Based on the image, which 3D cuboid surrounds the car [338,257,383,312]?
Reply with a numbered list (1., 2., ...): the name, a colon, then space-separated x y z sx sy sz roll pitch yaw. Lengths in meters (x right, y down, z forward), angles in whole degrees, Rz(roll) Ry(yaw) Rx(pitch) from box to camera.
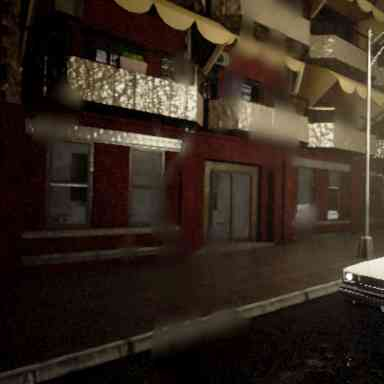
1. car: 4.979 1.605 6.624 4.718 1.301 1.895 0 0 -36
